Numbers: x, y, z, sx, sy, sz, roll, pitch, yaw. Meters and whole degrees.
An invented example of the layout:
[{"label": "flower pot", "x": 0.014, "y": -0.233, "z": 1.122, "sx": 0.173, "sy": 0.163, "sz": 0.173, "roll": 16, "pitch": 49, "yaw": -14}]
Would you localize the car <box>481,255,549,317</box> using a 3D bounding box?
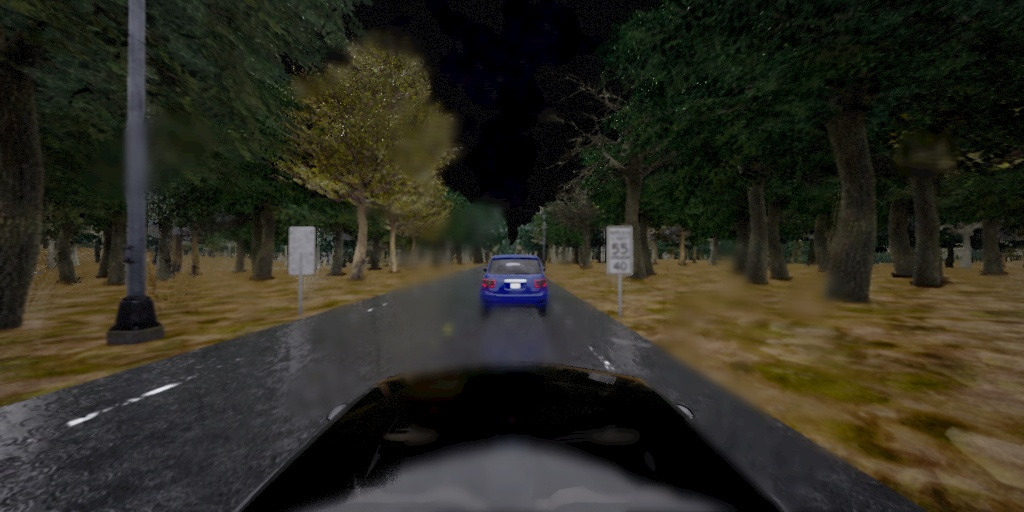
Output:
[{"label": "car", "x": 0.100, "y": 0.976, "z": 13.259, "sx": 2.150, "sy": 2.045, "sz": 5.566, "roll": 0, "pitch": 0, "yaw": 0}]
